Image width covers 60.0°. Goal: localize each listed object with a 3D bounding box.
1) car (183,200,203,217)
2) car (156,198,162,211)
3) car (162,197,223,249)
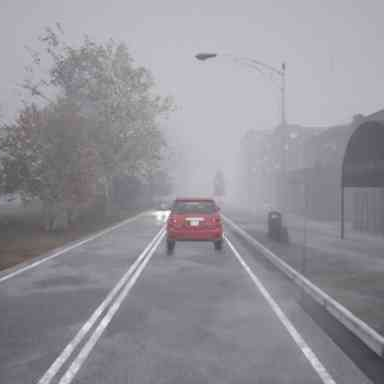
[{"bbox_3d":[0.098,1.521,32.466,1.812,1.442,4.674,0,0,0],"label":"car"},{"bbox_3d":[-3.340,1.482,40.776,2.128,1.511,4.902,0,0,0],"label":"car"},{"bbox_3d":[0.099,1.221,14.673,2.150,2.045,5.566,0,0,0],"label":"car"}]
